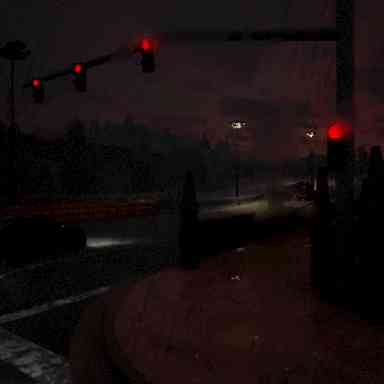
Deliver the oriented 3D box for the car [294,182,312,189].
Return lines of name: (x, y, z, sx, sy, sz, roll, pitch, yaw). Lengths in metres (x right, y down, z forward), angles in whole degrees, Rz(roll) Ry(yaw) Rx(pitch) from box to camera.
car: (20.286, -0.847, 60.701, 2.150, 2.045, 5.566, 0, 7, 35)

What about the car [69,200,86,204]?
car: (-13.478, 1.520, 37.439, 1.895, 1.301, 4.718, 0, 0, 35)

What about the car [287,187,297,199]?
car: (14.643, 0.487, 52.683, 1.812, 1.442, 4.674, 0, 5, 35)

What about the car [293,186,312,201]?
car: (17.550, 0.467, 50.740, 1.837, 1.490, 4.892, 0, 5, 35)

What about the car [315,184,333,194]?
car: (23.408, -0.546, 59.054, 1.994, 1.385, 4.181, 0, 7, 35)

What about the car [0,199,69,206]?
car: (-14.267, 1.419, 30.281, 2.128, 1.511, 4.902, 0, 0, 35)

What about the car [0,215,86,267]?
car: (-5.568, 1.498, 11.338, 1.812, 1.442, 4.674, -1, 0, 16)

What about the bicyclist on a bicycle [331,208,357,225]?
bicyclist on a bicycle: (8.525, 1.292, 18.356, 1.656, 1.620, 0.582, 0, 0, 35)

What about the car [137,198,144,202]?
car: (-8.389, 1.425, 44.620, 1.812, 1.442, 4.674, 0, 1, 35)

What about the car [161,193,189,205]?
car: (-2.617, 1.105, 52.776, 1.837, 1.490, 4.892, 0, 3, 35)

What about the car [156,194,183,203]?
car: (-3.062, 1.319, 46.099, 2.128, 1.511, 4.902, 0, 2, 35)

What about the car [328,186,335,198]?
car: (21.931, 0.217, 50.879, 2.128, 1.511, 4.902, 0, 6, 35)

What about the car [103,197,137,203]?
car: (-8.906, 1.454, 37.834, 1.812, 1.442, 4.674, 0, 0, 35)

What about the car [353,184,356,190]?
car: (27.893, -0.937, 59.342, 2.128, 1.511, 4.902, 0, 7, 35)
